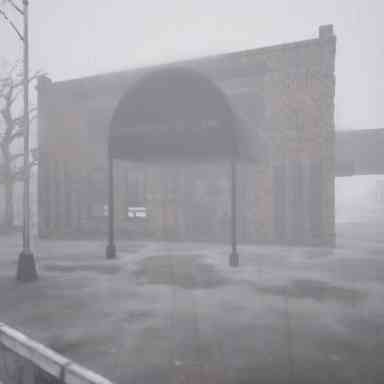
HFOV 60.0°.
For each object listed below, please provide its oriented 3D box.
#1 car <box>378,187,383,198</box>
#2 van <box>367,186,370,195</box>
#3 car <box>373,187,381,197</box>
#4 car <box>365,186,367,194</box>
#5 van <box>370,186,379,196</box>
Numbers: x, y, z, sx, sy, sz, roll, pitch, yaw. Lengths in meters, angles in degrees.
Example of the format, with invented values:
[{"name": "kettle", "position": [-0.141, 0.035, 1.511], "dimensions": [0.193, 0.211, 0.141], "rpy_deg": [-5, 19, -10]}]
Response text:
[{"name": "car", "position": [33.560, 0.389, 56.220], "dimensions": [2.097, 1.535, 5.008], "rpy_deg": [0, 1, 20]}, {"name": "van", "position": [39.484, -0.240, 71.598], "dimensions": [1.878, 1.987, 4.442], "rpy_deg": [-1, 1, 24]}, {"name": "car", "position": [35.427, 0.282, 61.385], "dimensions": [2.163, 1.488, 4.792], "rpy_deg": [-1, 1, 21]}, {"name": "car", "position": [41.762, -0.083, 76.796], "dimensions": [2.002, 1.452, 4.674], "rpy_deg": [-1, 1, 24]}, {"name": "van", "position": [37.393, -0.112, 66.470], "dimensions": [1.878, 1.987, 4.442], "rpy_deg": [0, 1, 22]}]
